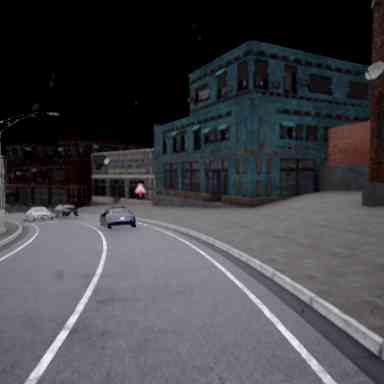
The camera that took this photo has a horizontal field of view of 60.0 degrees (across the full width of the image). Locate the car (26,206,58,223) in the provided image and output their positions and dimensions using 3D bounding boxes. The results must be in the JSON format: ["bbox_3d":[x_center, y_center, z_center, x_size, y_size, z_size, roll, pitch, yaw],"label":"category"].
[{"bbox_3d":[-15.432,2.240,33.632,1.812,1.442,4.674,-3,-1,-38],"label":"car"}]

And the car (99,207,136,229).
[{"bbox_3d":[-5.320,1.740,23.486,1.994,1.385,4.181,-2,0,-23],"label":"car"}]

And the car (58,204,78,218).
[{"bbox_3d":[-14.890,2.191,38.797,1.837,1.490,4.892,-2,0,-40],"label":"car"}]
